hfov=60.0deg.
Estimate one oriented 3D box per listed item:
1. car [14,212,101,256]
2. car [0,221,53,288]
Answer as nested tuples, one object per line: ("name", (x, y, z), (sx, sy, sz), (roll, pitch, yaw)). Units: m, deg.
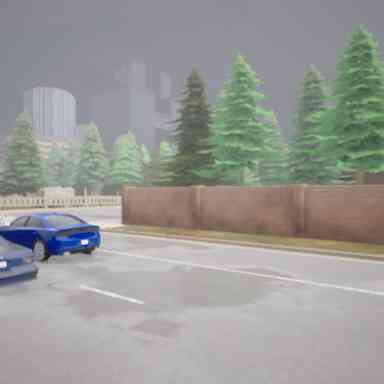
("car", (-5.487, 1.476, 12.206), (5.008, 1.535, 1.882), (0, 0, 36))
("car", (-5.982, 1.546, 8.262), (5.357, 1.411, 2.033), (0, 0, 35))
